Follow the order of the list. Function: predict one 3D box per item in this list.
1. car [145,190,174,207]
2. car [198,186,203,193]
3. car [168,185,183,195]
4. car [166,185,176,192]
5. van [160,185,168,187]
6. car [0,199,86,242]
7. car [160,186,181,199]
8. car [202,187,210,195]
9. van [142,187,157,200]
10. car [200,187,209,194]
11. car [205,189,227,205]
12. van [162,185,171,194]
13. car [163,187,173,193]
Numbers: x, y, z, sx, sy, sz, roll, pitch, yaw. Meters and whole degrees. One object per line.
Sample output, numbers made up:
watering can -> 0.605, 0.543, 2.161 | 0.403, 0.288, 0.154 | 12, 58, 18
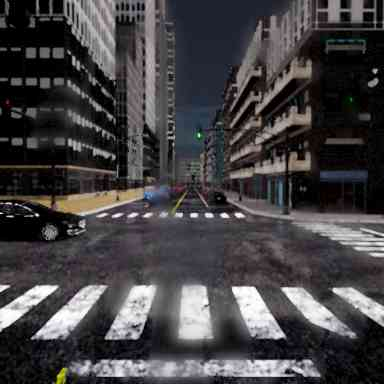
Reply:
car -> -3.089, 0.732, 32.856 | 1.895, 1.301, 4.718 | 0, 2, 0
car -> 2.694, -0.084, 62.202 | 2.008, 1.369, 4.403 | 0, 1, 0
car -> -2.995, -0.444, 65.458 | 2.150, 2.045, 5.566 | 0, 1, 0
car -> -5.685, -1.053, 90.458 | 2.192, 1.841, 5.009 | 0, 1, 0
van -> -5.687, -0.441, 67.848 | 1.690, 1.788, 3.998 | 0, 1, 0
car -> -6.733, 1.083, 13.130 | 4.892, 1.490, 1.837 | 1, 2, -1
car -> -3.072, 0.267, 48.592 | 2.033, 1.411, 5.357 | 0, 2, 0
car -> 2.692, 0.352, 45.244 | 1.887, 1.381, 4.507 | 0, 1, 0
van -> -5.689, 0.149, 45.239 | 1.690, 1.788, 3.998 | 0, 1, 0
car -> 2.694, -0.384, 73.505 | 1.887, 1.381, 4.507 | 0, 1, 0
car -> 2.692, 0.634, 35.281 | 1.947, 1.339, 4.313 | 0, 1, 0
van -> -5.687, -0.588, 73.501 | 1.690, 1.788, 3.998 | 0, 1, 0
car -> -5.685, -0.525, 79.159 | 2.008, 1.369, 4.403 | 0, 1, 0
